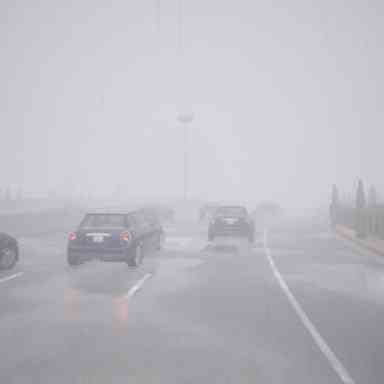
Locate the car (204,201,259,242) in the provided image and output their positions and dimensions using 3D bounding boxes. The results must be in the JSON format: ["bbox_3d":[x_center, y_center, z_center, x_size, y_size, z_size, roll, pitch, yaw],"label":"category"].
[{"bbox_3d":[2.153,1.383,16.935,2.097,1.767,4.553,0,0,12],"label":"car"}]

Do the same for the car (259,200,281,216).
[{"bbox_3d":[7.920,1.582,34.267,1.882,1.535,5.008,0,0,24],"label":"car"}]

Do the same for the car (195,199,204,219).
[{"bbox_3d":[2.048,1.573,29.146,1.837,1.490,4.892,0,0,19],"label":"car"}]

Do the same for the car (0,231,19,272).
[{"bbox_3d":[-6.316,1.334,8.047,2.097,1.767,4.553,0,0,5],"label":"car"}]

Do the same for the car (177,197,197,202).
[{"bbox_3d":[0.373,1.721,50.301,2.033,1.411,5.357,0,0,31],"label":"car"}]

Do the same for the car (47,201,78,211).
[{"bbox_3d":[-11.936,1.605,32.062,1.994,1.385,4.181,0,0,19],"label":"car"}]

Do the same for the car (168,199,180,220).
[{"bbox_3d":[-2.759,1.547,25.810,1.837,1.490,4.892,0,0,16],"label":"car"}]

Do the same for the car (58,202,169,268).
[{"bbox_3d":[-2.378,1.356,11.510,2.097,1.767,4.553,0,0,7],"label":"car"}]
